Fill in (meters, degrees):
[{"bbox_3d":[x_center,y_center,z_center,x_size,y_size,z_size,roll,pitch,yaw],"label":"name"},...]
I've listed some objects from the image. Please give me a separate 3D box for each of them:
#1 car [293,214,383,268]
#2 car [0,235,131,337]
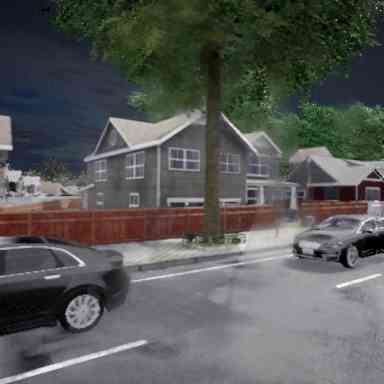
[{"bbox_3d":[5.548,1.555,11.623,4.902,1.511,2.128,0,0,-35],"label":"car"},{"bbox_3d":[-3.391,1.510,5.256,4.892,1.490,1.837,1,-1,-36],"label":"car"}]
